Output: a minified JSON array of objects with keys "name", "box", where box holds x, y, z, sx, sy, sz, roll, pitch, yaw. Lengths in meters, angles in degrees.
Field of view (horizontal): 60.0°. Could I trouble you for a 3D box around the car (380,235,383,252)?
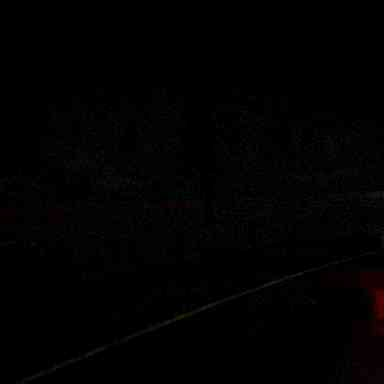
[{"name":"car","box":[7.610,1.354,9.788,4.718,1.301,1.895,-1,1,-35]}]
